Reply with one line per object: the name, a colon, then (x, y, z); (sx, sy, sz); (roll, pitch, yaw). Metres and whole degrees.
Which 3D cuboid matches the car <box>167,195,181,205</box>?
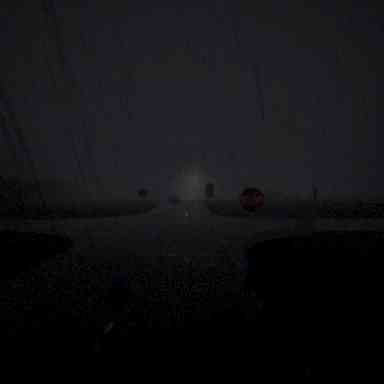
car: (-2.743, 1.225, 51.726); (2.033, 1.411, 5.357); (0, 1, 0)
